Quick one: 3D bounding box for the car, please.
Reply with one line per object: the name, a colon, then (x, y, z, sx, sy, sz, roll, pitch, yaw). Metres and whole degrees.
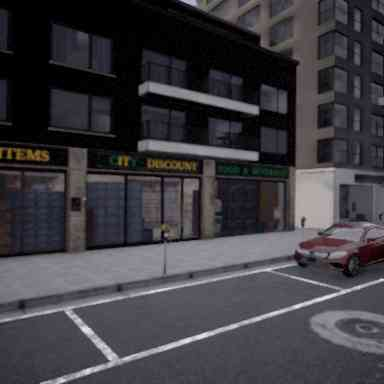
car: (4.976, 1.618, 10.306, 4.206, 1.307, 1.802, 0, 0, -35)
